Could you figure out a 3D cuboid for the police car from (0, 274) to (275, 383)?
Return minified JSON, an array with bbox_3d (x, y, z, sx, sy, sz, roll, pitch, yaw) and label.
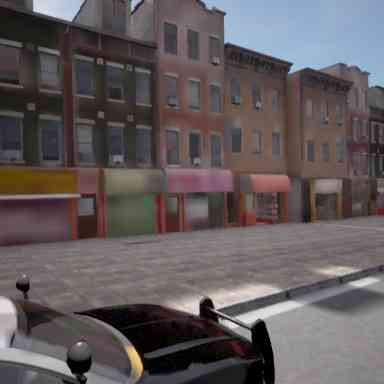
[{"bbox_3d":[-1.544,1.419,2.179,5.238,1.638,1.930,0,0,-35],"label":"police car"}]
